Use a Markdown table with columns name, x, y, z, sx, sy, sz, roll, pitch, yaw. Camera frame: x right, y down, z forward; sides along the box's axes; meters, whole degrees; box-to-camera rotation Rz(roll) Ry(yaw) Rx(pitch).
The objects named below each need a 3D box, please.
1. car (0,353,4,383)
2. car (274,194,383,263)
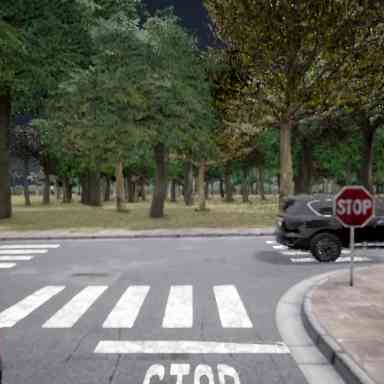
| name | x | y | z | sx | sy | sz | roll | pitch | yaw |
| --- | --- | --- | --- | --- | --- | --- | --- | --- | --- |
| car | -2.648 | 1.439 | 1.272 | 1.967 | 1.590 | 4.097 | -1 | 0 | 0 |
| car | 5.592 | 1.098 | 11.082 | 5.566 | 2.045 | 2.150 | -1 | 1 | 0 |
